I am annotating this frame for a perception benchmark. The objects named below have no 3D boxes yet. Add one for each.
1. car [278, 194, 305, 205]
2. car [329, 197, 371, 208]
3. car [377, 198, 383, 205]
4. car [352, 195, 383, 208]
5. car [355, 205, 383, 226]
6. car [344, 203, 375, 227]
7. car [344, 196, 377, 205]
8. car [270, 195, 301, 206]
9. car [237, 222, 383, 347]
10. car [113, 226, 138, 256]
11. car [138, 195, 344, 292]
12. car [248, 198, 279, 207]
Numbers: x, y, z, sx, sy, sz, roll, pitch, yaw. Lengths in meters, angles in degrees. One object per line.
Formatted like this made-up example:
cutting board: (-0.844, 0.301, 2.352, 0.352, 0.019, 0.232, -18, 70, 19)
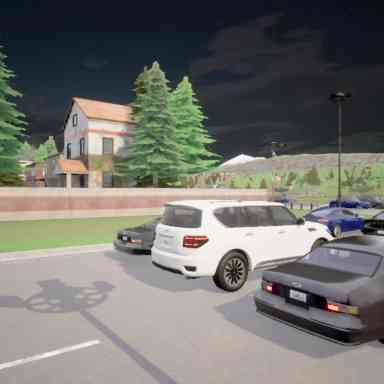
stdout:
car: (18.480, 1.351, 61.897, 2.097, 1.767, 4.553, 0, 0, -35)
car: (23.292, 1.547, 49.208, 2.033, 1.411, 5.357, 0, 0, -36)
car: (23.382, 1.547, 43.437, 2.033, 1.411, 5.357, 0, 0, -39)
car: (26.984, 1.352, 50.188, 2.097, 1.767, 4.553, 0, 0, -37)
car: (9.678, 1.478, 14.937, 5.008, 1.535, 1.882, 0, 0, -35)
car: (7.671, 1.526, 17.804, 4.674, 1.442, 1.812, 0, 0, -35)
car: (19.977, 1.478, 42.030, 1.882, 1.535, 5.008, 0, 0, -37)
car: (15.267, 1.352, 54.345, 2.097, 1.767, 4.553, 0, 0, -36)
car: (3.566, 1.547, 6.289, 5.357, 1.411, 2.033, 0, 0, -36)
car: (-0.133, 1.547, 12.243, 5.357, 1.411, 2.033, 0, 0, -36)
car: (1.587, 1.221, 9.178, 5.566, 2.045, 2.150, 0, 0, -36)
car: (11.479, 1.601, 53.605, 1.895, 1.301, 4.718, 0, 0, -36)
